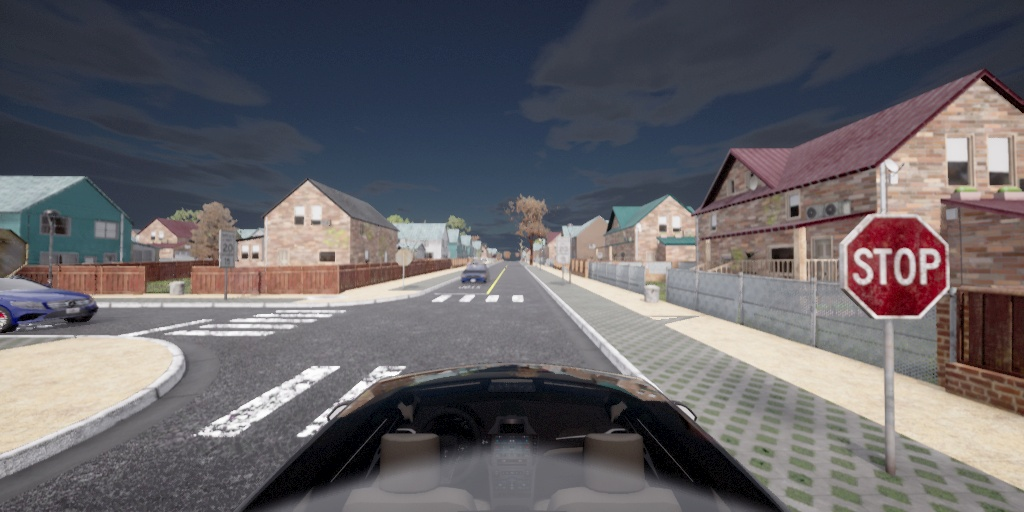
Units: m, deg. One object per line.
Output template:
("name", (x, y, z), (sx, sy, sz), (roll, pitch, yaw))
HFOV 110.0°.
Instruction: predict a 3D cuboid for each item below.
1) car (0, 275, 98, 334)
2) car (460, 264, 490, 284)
("car", (-14.044, 1.187, 9.497), (4.674, 1.442, 1.812), (0, -1, -2))
("car", (-2.624, 1.274, 26.879), (2.033, 1.411, 5.357), (0, 0, 0))
